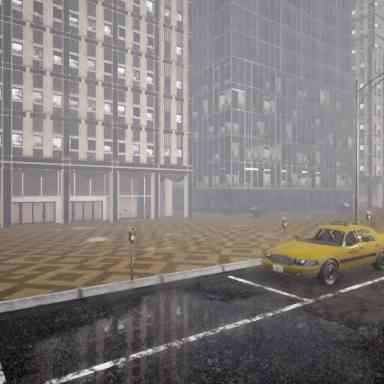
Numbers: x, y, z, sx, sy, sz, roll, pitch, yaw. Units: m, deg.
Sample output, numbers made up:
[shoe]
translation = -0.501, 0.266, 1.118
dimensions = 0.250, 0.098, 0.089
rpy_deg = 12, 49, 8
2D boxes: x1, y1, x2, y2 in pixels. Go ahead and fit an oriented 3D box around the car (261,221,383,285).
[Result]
[car]
translation = 4.037, 1.526, 9.454
dimensions = 4.829, 1.417, 1.752
rpy_deg = 0, 0, -36
